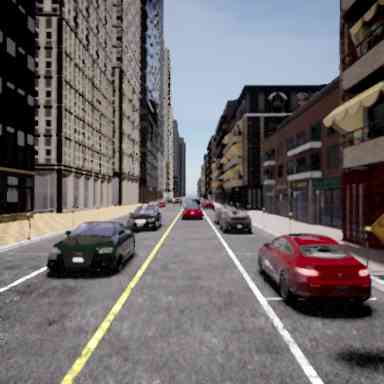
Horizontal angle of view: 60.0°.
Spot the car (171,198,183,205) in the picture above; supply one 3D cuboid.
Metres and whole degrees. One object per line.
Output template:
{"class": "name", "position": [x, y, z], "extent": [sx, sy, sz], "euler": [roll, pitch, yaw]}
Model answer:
{"class": "car", "position": [-2.979, 2.129, 72.469], "extent": [1.837, 1.490, 4.892], "euler": [0, -1, 0]}

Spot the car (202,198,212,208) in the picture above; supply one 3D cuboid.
{"class": "car", "position": [2.708, 2.092, 54.984], "extent": [1.802, 1.307, 4.206], "euler": [0, -1, 0]}

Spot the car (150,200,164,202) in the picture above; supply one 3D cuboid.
{"class": "car", "position": [-5.674, 2.005, 49.338], "extent": [2.008, 1.369, 4.403], "euler": [0, -1, 0]}

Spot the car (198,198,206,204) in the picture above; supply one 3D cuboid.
{"class": "car", "position": [2.718, 2.406, 88.874], "extent": [1.947, 1.339, 4.313], "euler": [0, -1, 0]}

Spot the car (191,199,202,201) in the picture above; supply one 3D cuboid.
{"class": "car", "position": [0.067, 1.990, 46.122], "extent": [1.994, 1.385, 4.181], "euler": [0, 0, 1]}

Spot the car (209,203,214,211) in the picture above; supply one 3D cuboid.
{"class": "car", "position": [2.700, 1.796, 26.742], "extent": [2.008, 1.369, 4.403], "euler": [0, -1, 0]}

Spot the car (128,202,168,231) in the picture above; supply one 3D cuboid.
{"class": "car", "position": [-3.077, 1.695, 22.393], "extent": [2.128, 1.511, 4.902], "euler": [0, 0, 1]}

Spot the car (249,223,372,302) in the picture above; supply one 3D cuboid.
{"class": "car", "position": [2.744, 1.658, 8.177], "extent": [1.802, 1.307, 4.206], "euler": [0, -1, 0]}

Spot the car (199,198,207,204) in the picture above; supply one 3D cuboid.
{"class": "car", "position": [2.716, 2.311, 83.395], "extent": [1.752, 1.417, 4.829], "euler": [0, -1, 0]}

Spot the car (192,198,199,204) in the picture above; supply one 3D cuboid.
{"class": "car", "position": [0.837, 2.340, 88.289], "extent": [1.837, 1.490, 4.892], "euler": [0, -1, 0]}

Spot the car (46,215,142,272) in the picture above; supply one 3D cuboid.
{"class": "car", "position": [-3.092, 1.665, 11.018], "extent": [1.994, 1.385, 4.181], "euler": [0, -1, 0]}

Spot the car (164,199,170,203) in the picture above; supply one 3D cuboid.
{"class": "car", "position": [-5.671, 2.107, 60.635], "extent": [1.887, 1.381, 4.507], "euler": [0, -1, 0]}

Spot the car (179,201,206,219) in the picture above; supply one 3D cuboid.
{"class": "car", "position": [0.031, 1.859, 32.190], "extent": [1.994, 1.385, 4.181], "euler": [0, -1, 0]}

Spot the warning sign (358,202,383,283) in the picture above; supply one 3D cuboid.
{"class": "warning sign", "position": [5.068, 1.193, 8.296], "extent": [1.300, 1.860, 1.060], "euler": [0, -1, 0]}

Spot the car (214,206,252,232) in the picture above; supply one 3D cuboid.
{"class": "car", "position": [2.697, 1.744, 21.094], "extent": [2.008, 1.369, 4.403], "euler": [0, -1, 0]}
